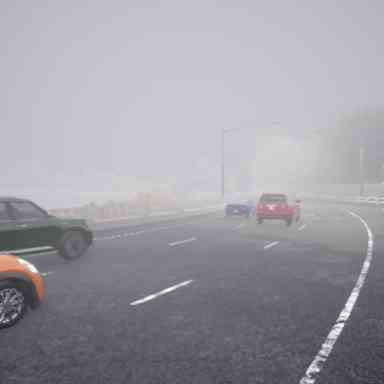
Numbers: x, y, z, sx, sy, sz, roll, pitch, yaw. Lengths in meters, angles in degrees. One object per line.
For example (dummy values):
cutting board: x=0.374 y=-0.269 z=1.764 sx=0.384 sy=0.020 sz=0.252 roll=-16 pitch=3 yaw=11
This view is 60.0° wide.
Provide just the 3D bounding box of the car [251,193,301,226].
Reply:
car: x=5.945 y=1.060 z=22.516 sx=2.150 sy=2.045 sz=5.566 roll=1 pitch=1 yaw=25

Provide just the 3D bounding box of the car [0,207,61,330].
car: x=-4.575 y=1.288 z=4.714 sx=2.097 sy=1.767 sz=4.553 roll=1 pitch=1 yaw=36

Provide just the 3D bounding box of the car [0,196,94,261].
car: x=-5.496 y=1.114 z=9.458 sx=2.150 sy=2.045 sz=5.566 roll=1 pitch=1 yaw=35

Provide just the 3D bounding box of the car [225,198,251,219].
car: x=4.217 y=1.268 z=27.387 sx=1.882 sy=1.535 sz=5.008 roll=1 pitch=1 yaw=22
